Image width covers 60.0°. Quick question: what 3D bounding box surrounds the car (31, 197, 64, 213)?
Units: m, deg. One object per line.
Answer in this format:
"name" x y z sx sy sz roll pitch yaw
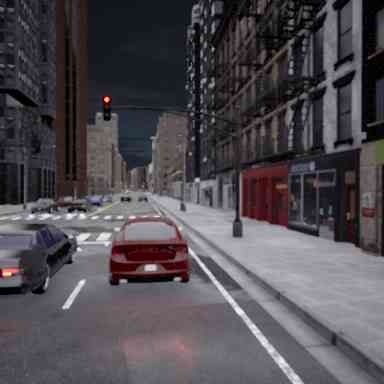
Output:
"car" -14.921 1.386 34.039 1.837 1.490 4.892 0 0 -9

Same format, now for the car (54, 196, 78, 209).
"car" -16.320 1.331 43.371 1.882 1.535 5.008 0 0 -8

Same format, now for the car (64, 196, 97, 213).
"car" -11.856 1.425 35.492 2.033 1.411 5.357 0 0 -9

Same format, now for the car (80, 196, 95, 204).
"car" -18.743 1.403 59.783 1.895 1.301 4.718 0 0 -8

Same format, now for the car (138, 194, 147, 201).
"car" -11.315 1.292 76.038 2.033 1.411 5.357 0 0 -9

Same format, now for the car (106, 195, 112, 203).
"car" -15.523 1.291 60.213 2.128 1.511 4.902 0 0 -8

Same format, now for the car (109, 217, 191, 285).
"car" -1.215 1.442 9.476 1.882 1.535 5.008 0 0 -8

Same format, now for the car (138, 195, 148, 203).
"car" -9.665 1.290 65.791 1.837 1.490 4.892 0 0 -9

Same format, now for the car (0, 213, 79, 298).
"car" -4.287 1.514 8.490 2.033 1.411 5.357 0 0 -9

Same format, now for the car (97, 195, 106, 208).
"car" -13.401 1.324 45.828 1.882 1.535 5.008 0 0 -9

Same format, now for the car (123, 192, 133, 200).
"car" -14.525 0.940 75.527 2.097 1.767 4.553 0 0 -9

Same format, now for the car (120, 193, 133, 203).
"car" -12.971 1.264 65.256 1.882 1.535 5.008 0 0 -9
